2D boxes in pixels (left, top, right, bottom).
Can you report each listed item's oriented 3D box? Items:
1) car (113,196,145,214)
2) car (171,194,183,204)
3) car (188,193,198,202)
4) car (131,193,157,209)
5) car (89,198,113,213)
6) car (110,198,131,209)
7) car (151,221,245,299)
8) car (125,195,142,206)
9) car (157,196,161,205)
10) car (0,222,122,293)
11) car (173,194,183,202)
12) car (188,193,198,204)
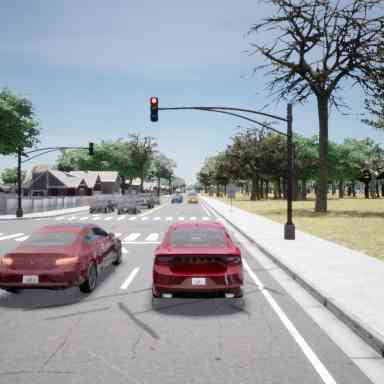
[{"bbox_3d":[-6.524,1.499,34.892,1.837,1.490,4.892,0,0,0],"label":"car"},{"bbox_3d":[-3.013,1.500,65.032,1.812,1.442,4.674,0,0,0],"label":"car"},{"bbox_3d":[0.160,1.191,76.359,2.150,2.045,5.566,0,0,0],"label":"car"},{"bbox_3d":[-6.500,1.212,45.636,2.150,2.045,5.566,0,0,0],"label":"car"},{"bbox_3d":[-9.769,1.499,36.402,1.837,1.490,4.892,0,0,0],"label":"car"},{"bbox_3d":[-9.750,1.516,45.535,1.812,1.442,4.674,0,0,0],"label":"car"},{"bbox_3d":[0.115,1.477,8.531,1.882,1.535,5.008,0,0,0],"label":"car"},{"bbox_3d":[-9.723,1.335,55.489,2.097,1.767,4.553,0,0,0],"label":"car"},{"bbox_3d":[-6.464,1.486,57.168,1.837,1.490,4.892,0,0,0],"label":"car"},{"bbox_3d":[-3.132,1.525,8.741,1.812,1.442,4.674,0,0,0],"label":"car"},{"bbox_3d":[-3.090,1.321,76.330,2.097,1.767,4.553,0,0,0],"label":"car"},{"bbox_3d":[0.236,1.453,64.999,1.882,1.535,5.008,0,0,0],"label":"car"}]
